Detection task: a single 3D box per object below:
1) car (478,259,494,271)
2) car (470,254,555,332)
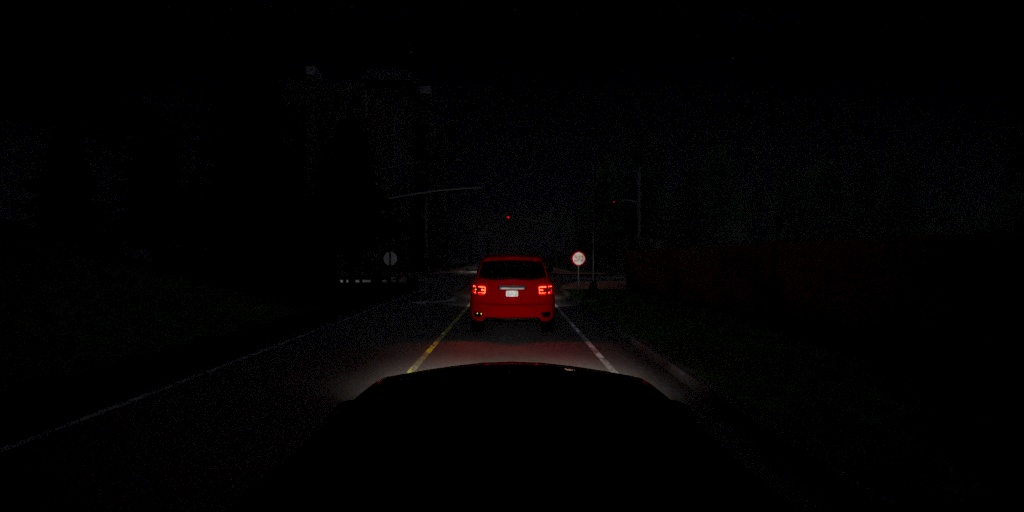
[{"bbox_3d":[-3.550,1.227,50.077,1.882,1.535,5.008,0,0,0],"label":"car"},{"bbox_3d":[0.050,0.971,11.027,2.150,2.045,5.566,0,0,1],"label":"car"}]
